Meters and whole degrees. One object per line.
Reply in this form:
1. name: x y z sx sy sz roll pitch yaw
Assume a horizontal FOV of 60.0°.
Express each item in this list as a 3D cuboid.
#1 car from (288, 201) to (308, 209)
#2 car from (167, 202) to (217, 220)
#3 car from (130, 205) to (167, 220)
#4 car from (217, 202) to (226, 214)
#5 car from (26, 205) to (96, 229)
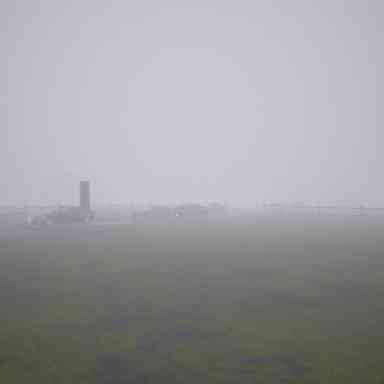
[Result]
1. car: 18.316 2.259 57.573 2.033 1.411 5.357 -1 -1 36
2. car: 0.084 1.828 31.747 1.837 1.490 4.892 -1 -1 35
3. car: -3.649 1.945 31.573 1.895 1.301 4.718 -1 -1 35
4. car: 2.303 1.950 39.987 1.882 1.535 5.008 -1 -1 35
5. car: -9.200 1.716 23.715 2.128 1.511 4.902 -1 -1 35
